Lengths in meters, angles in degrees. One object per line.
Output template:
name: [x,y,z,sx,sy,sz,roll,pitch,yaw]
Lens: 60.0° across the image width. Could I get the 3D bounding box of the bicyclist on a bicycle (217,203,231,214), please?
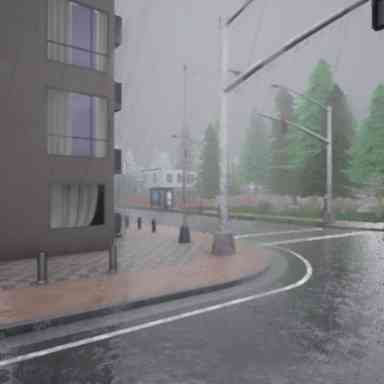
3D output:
bicyclist on a bicycle: [3.004,1.334,31.153,1.656,1.620,0.582,0,0,-35]
